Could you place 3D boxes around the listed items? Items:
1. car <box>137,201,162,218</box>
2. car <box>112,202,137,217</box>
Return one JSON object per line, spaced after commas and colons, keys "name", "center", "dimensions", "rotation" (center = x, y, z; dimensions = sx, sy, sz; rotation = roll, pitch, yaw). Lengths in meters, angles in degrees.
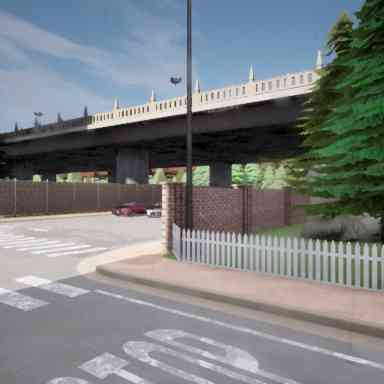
{"name": "car", "center": [-2.249, 1.546, 30.321], "dimensions": [2.128, 1.511, 4.902], "rotation": [0, 0, 36]}
{"name": "car", "center": [-5.560, 1.619, 31.711], "dimensions": [1.994, 1.385, 4.181], "rotation": [0, 0, 36]}
